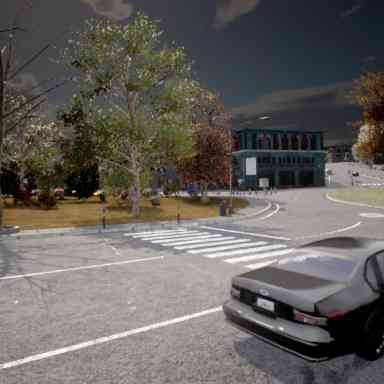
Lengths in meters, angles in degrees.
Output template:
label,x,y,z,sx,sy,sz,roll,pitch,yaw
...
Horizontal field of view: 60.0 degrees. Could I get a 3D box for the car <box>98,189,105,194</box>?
label,x,y,z,sx,sy,sz,roll,pitch,yaw
car,-14.324,0.125,60.106,2.185,1.767,4.553,-2,1,17

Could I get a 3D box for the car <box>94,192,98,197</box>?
label,x,y,z,sx,sy,sz,roll,pitch,yaw
car,-16.734,0.287,61.737,1.946,1.575,5.366,-1,2,17

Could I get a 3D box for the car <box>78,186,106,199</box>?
label,x,y,z,sx,sy,sz,roll,pitch,yaw
car,-19.069,0.054,63.734,2.435,2.045,5.566,-2,2,17

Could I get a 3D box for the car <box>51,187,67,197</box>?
label,x,y,z,sx,sy,sz,roll,pitch,yaw
car,-26.155,0.062,69.107,2.435,2.045,5.566,0,2,18

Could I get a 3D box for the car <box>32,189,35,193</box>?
label,x,y,z,sx,sy,sz,roll,pitch,yaw
car,-33.171,0.103,74.628,2.185,1.767,4.553,0,2,18

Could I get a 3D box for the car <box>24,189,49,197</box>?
label,x,y,z,sx,sy,sz,roll,pitch,yaw
car,-35.534,0.195,76.337,1.946,1.575,5.366,0,3,19

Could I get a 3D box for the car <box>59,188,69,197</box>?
label,x,y,z,sx,sy,sz,roll,pitch,yaw
car,-23.796,0.352,67.297,2.163,1.488,4.792,-1,2,17

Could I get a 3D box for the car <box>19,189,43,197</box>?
label,x,y,z,sx,sy,sz,roll,pitch,yaw
car,-37.783,0.151,78.382,2.097,1.535,5.008,0,3,19

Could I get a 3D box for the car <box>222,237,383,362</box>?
label,x,y,z,sx,sy,sz,roll,pitch,yaw
car,3.021,1.534,5.890,5.357,1.411,2.033,0,0,-35

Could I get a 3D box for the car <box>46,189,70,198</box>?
label,x,y,z,sx,sy,sz,roll,pitch,yaw
car,-28.497,0.294,70.970,2.231,1.521,4.892,-1,2,18

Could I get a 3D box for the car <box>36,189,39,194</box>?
label,x,y,z,sx,sy,sz,roll,pitch,yaw
car,-30.823,0.263,72.817,2.097,1.535,5.008,0,2,18
